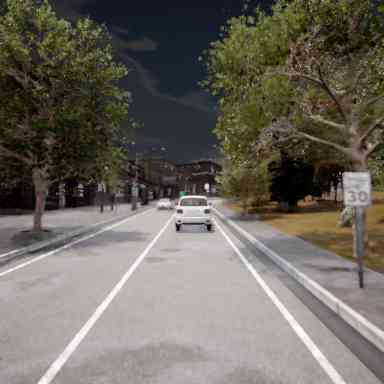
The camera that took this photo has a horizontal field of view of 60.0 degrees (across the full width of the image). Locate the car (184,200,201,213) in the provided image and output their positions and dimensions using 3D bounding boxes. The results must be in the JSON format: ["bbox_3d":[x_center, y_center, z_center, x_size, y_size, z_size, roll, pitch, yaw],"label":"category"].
[{"bbox_3d":[0.097,1.679,39.643,1.895,1.301,4.718,0,0,0],"label":"car"}]

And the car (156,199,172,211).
[{"bbox_3d":[-3.526,1.611,42.968,1.812,1.442,4.674,0,0,1],"label":"car"}]

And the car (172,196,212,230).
[{"bbox_3d":[0.094,1.264,21.400,2.150,2.045,5.566,0,0,0],"label":"car"}]
